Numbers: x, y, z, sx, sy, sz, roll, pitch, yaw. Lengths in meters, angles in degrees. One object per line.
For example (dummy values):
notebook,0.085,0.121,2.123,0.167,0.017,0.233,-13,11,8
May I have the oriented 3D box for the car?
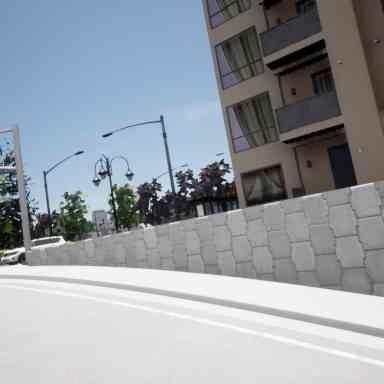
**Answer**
car,-14.120,5.314,30.277,2.150,2.045,5.566,-14,-8,35
